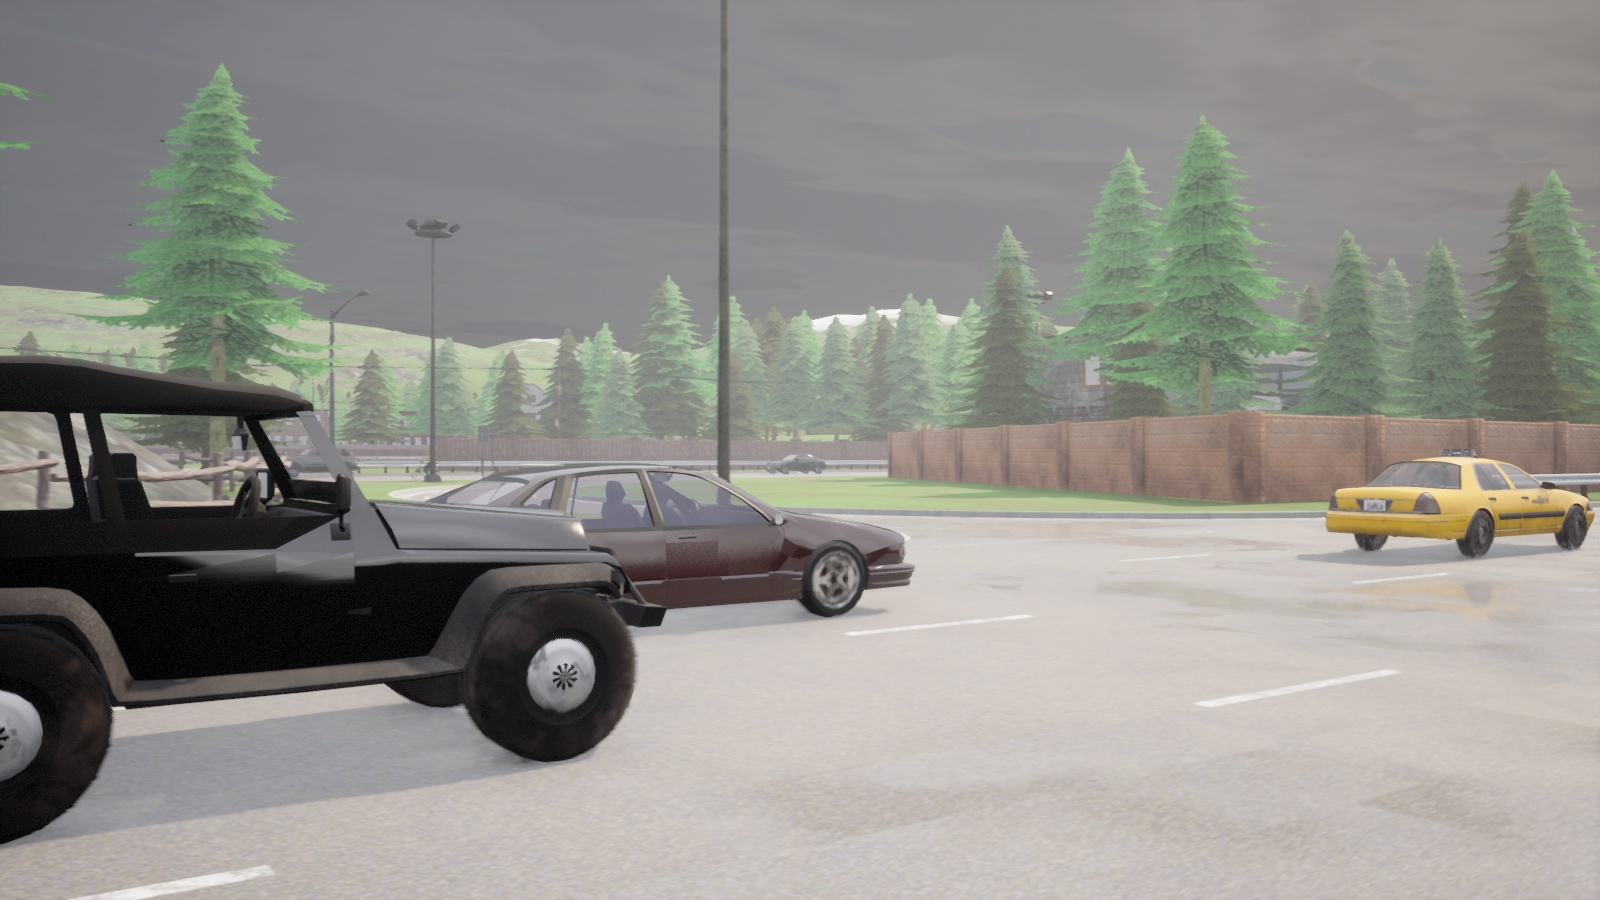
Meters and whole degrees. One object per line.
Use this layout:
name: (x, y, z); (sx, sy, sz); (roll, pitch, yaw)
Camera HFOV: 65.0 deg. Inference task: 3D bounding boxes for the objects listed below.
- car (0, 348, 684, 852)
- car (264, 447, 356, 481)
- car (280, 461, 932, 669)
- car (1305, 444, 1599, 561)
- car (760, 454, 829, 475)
car: (-2.720, 0.561, 6.030); (3.866, 1.878, 1.905); (0, 0, -35)
car: (-28.452, 0.798, 72.966); (4.605, 1.855, 1.932); (-1, 0, -35)
car: (-1.534, 0.823, 11.119); (5.357, 1.411, 2.033); (0, 0, -35)
car: (10.138, 0.710, 19.244); (5.366, 1.575, 1.801); (0, 0, -35)
car: (-0.375, 0.988, 88.348); (4.674, 1.442, 1.812); (0, 0, -35)
